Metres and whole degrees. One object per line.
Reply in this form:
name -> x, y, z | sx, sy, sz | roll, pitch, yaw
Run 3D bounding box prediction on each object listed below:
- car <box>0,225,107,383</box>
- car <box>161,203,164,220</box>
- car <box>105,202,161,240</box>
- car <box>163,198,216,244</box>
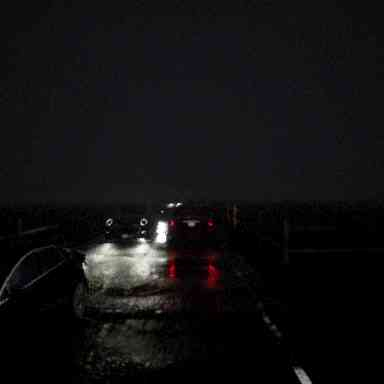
car -> -2.880, 1.501, 4.534 | 2.128, 1.511, 4.902 | 0, 0, -1
car -> -3.062, 1.633, 28.318 | 1.895, 1.301, 4.718 | 0, 0, 0
car -> -2.990, 1.372, 17.013 | 2.097, 1.767, 4.553 | 0, 0, 0
car -> -0.043, 1.366, 15.921 | 2.097, 1.767, 4.553 | 0, 0, -1
